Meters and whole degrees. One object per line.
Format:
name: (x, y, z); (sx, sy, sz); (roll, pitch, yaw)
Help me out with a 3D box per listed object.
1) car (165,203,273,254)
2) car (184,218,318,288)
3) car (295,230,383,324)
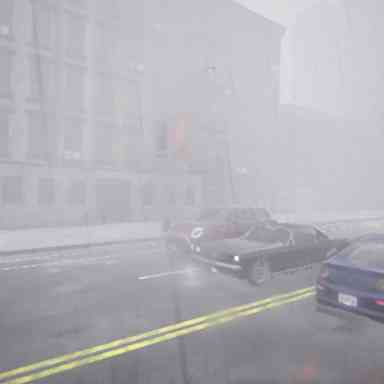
car: (1.242, 1.323, 12.552); (4.553, 1.767, 2.097); (0, 0, -35)
car: (2.333, 1.574, 9.339); (4.718, 1.301, 1.895); (0, 0, -35)
car: (4.292, 1.499, 6.501); (4.674, 1.442, 1.812); (0, 0, -35)
